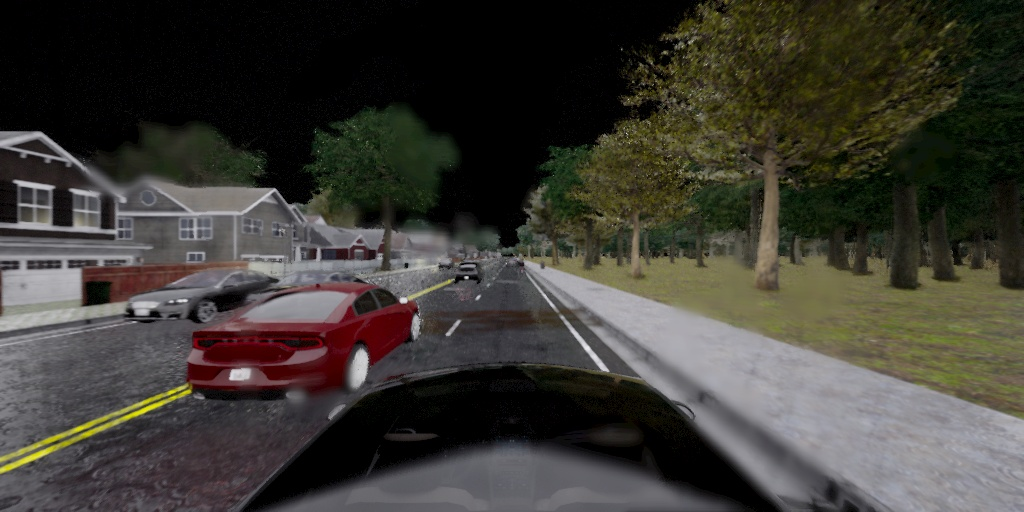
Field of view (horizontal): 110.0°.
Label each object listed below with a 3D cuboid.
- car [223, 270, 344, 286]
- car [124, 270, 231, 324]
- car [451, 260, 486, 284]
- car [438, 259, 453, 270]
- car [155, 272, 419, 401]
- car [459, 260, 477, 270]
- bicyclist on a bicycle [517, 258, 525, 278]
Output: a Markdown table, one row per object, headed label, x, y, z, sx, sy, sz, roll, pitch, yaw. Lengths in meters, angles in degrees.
| label | x | y | z | sx | sy | sz | roll | pitch | yaw |
| --- | --- | --- | --- | --- | --- | --- | --- | --- | --- |
| car | -6.595 | 1.239 | 12.030 | 2.128 | 1.511 | 4.902 | 0 | 0 | 0 |
| car | -9.844 | 1.239 | 12.015 | 2.128 | 1.511 | 4.902 | 0 | 0 | 0 |
| car | -3.137 | 1.249 | 27.114 | 1.837 | 1.490 | 4.892 | 0 | 0 | 0 |
| car | -9.791 | 1.219 | 53.616 | 1.882 | 1.535 | 5.008 | 0 | 0 | 0 |
| car | -3.145 | 1.227 | 6.637 | 1.882 | 1.535 | 5.008 | 0 | 0 | 0 |
| car | -6.537 | 1.289 | 53.648 | 2.033 | 1.411 | 5.357 | 0 | 0 | 1 |
| bicyclist on a bicycle | 0.908 | 1.114 | 32.448 | 0.659 | 1.776 | 1.843 | 0 | 0 | 0 |
